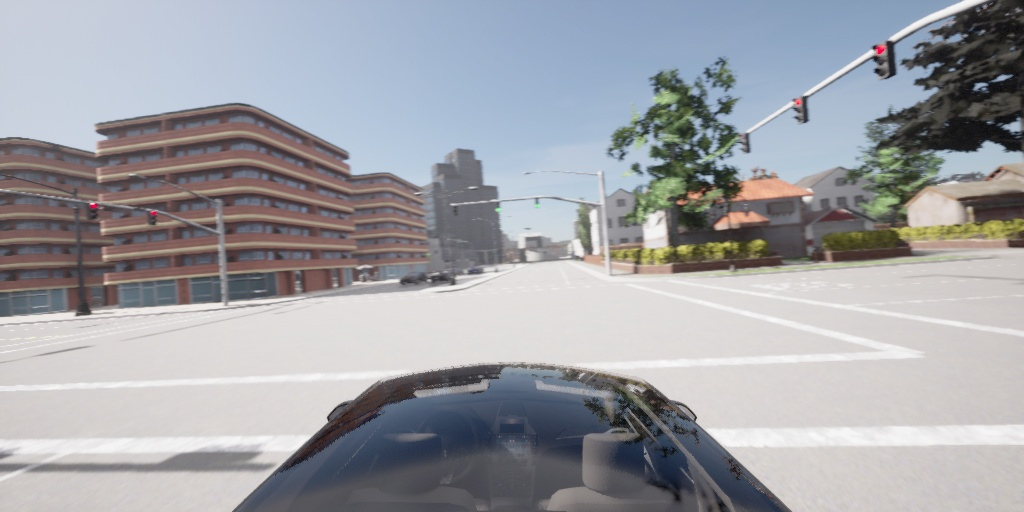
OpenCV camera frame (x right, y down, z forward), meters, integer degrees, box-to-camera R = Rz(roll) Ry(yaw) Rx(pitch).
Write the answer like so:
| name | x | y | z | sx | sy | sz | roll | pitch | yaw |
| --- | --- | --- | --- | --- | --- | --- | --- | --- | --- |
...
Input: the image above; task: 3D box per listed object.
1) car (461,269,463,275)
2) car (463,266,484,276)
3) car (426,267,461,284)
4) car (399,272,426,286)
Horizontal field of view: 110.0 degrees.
| name | x | y | z | sx | sy | sz | roll | pitch | yaw |
| --- | --- | --- | --- | --- | --- | --- | --- | --- | --- |
| car | -9.035 | 2.535 | 57.875 | 1.994 | 1.385 | 4.181 | -5 | -1 | 7 |
| car | -5.716 | 2.297 | 56.293 | 1.895 | 1.301 | 4.718 | -5 | -1 | 7 |
| car | -7.647 | 2.303 | 40.381 | 1.895 | 1.301 | 4.718 | -5 | -1 | 7 |
| car | -11.072 | 2.526 | 41.132 | 2.033 | 1.411 | 5.357 | -5 | -1 | 7 |
